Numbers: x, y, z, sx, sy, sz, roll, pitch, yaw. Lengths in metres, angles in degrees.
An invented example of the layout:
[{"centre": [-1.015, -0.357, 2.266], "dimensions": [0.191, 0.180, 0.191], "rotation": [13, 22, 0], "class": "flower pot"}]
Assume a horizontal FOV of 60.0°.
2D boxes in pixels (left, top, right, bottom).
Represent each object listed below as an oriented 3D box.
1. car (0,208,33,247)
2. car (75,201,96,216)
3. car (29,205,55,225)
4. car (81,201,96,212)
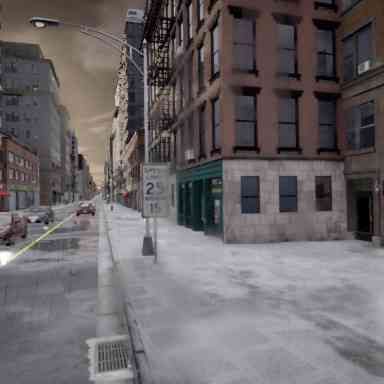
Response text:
[{"centre": [-9.299, 1.741, 16.111], "dimensions": [1.812, 1.442, 4.674], "rotation": [-1, 0, -15], "class": "car"}, {"centre": [-11.852, 1.909, 37.194], "dimensions": [1.812, 1.442, 4.674], "rotation": [-1, 0, -15], "class": "car"}, {"centre": [-12.122, 1.810, 26.374], "dimensions": [2.128, 1.511, 4.902], "rotation": [-1, 0, -15], "class": "car"}, {"centre": [-14.629, 2.032, 47.095], "dimensions": [1.812, 1.442, 4.674], "rotation": [-1, -1, -15], "class": "car"}]
